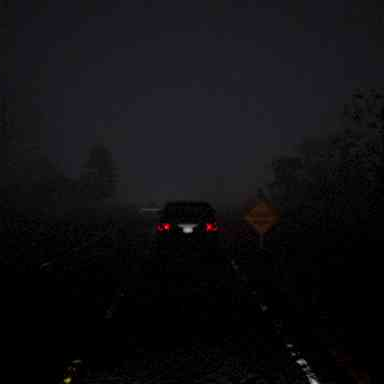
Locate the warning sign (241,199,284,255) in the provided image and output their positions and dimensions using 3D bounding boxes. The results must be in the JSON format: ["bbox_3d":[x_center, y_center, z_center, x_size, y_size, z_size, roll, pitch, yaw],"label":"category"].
[{"bbox_3d":[2.466,1.189,11.799,1.300,1.860,1.060,0,0,-2],"label":"warning sign"}]

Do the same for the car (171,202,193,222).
[{"bbox_3d":[-0.979,1.697,29.586,1.837,1.490,4.892,0,0,-3],"label":"car"}]

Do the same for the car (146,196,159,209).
[{"bbox_3d":[-6.277,1.833,53.634,1.882,1.535,5.008,0,-1,-6],"label":"car"}]

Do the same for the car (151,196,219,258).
[{"bbox_3d":[-0.194,1.308,13.309,2.150,2.045,5.566,0,0,-1],"label":"car"}]
